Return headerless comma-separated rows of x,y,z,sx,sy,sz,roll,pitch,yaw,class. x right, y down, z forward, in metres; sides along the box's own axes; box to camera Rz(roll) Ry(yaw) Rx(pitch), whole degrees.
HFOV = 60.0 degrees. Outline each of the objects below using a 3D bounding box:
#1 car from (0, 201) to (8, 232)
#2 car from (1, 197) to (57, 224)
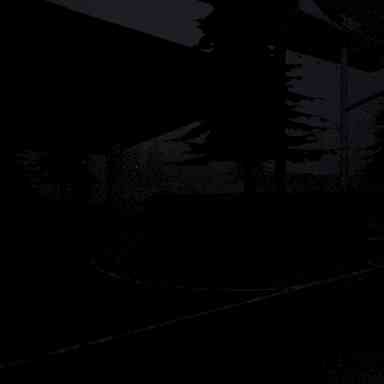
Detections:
-12.023,1.480,16.457,4.611,1.667,2.242,0,0,-36,car
-11.796,1.314,23.586,3.866,1.878,1.905,0,0,-36,car
